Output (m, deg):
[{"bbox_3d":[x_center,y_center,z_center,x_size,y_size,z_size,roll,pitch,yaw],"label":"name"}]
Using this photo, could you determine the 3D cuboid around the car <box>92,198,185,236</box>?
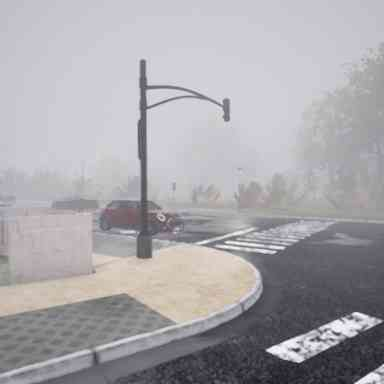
[{"bbox_3d":[-2.572,1.136,16.972,4.553,1.767,2.097,1,1,32],"label":"car"}]

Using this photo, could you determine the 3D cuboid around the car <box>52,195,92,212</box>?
[{"bbox_3d":[-10.449,1.011,29.679,4.902,1.511,2.128,1,1,31],"label":"car"}]

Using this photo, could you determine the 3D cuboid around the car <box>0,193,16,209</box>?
[{"bbox_3d":[-15.373,1.043,24.834,4.902,1.511,2.128,1,1,31],"label":"car"}]
